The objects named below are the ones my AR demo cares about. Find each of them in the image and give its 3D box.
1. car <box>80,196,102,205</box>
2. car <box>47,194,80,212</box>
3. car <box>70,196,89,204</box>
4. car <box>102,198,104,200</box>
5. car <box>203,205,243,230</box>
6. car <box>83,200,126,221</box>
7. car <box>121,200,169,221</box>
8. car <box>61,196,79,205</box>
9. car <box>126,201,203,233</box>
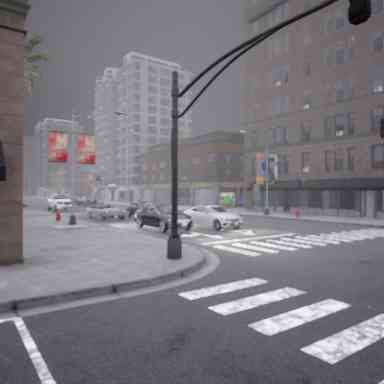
[{"bbox_3d":[-16.392,1.382,52.047,2.097,1.767,4.553,0,0,-36],"label":"car"},{"bbox_3d":[-15.488,1.232,39.351,2.150,2.045,5.566,0,0,-36],"label":"car"},{"bbox_3d":[-22.386,1.570,65.927,2.033,1.411,5.357,0,0,-36],"label":"car"},{"bbox_3d":[-16.494,1.641,57.744,1.895,1.301,4.718,0,0,-36],"label":"car"},{"bbox_3d":[1.236,1.591,21.687,1.812,1.442,4.674,0,0,-37],"label":"car"},{"bbox_3d":[-7.239,1.633,27.874,1.895,1.301,4.718,0,0,-36],"label":"car"},{"bbox_3d":[-4.193,1.542,29.196,2.128,1.511,4.902,0,0,-36],"label":"car"},{"bbox_3d":[-22.057,1.519,59.915,1.837,1.490,4.892,0,0,-36],"label":"car"},{"bbox_3d":[-1.825,1.538,20.349,2.128,1.511,4.902,0,0,-36],"label":"car"}]
